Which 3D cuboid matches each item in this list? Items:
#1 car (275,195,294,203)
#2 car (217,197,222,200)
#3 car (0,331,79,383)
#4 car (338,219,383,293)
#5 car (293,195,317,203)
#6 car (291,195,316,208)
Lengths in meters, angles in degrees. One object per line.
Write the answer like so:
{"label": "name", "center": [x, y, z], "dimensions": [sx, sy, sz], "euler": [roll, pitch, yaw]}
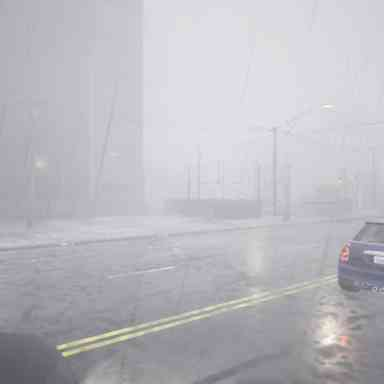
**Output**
{"label": "car", "center": [19.301, 1.452, 69.281], "dimensions": [3.806, 1.475, 1.970], "euler": [0, 0, -36]}
{"label": "car", "center": [4.575, 1.575, 60.769], "dimensions": [4.718, 1.301, 1.895], "euler": [0, 0, -36]}
{"label": "car", "center": [-2.712, 1.564, 1.809], "dimensions": [4.181, 1.385, 1.994], "euler": [0, 0, -36]}
{"label": "car", "center": [5.425, 1.352, 7.678], "dimensions": [4.553, 1.767, 2.097], "euler": [0, 0, -35]}
{"label": "car", "center": [22.214, 1.420, 65.285], "dimensions": [4.674, 1.452, 2.002], "euler": [0, 0, -36]}
{"label": "car", "center": [15.334, 1.254, 46.213], "dimensions": [4.553, 1.767, 2.185], "euler": [0, 0, -36]}
